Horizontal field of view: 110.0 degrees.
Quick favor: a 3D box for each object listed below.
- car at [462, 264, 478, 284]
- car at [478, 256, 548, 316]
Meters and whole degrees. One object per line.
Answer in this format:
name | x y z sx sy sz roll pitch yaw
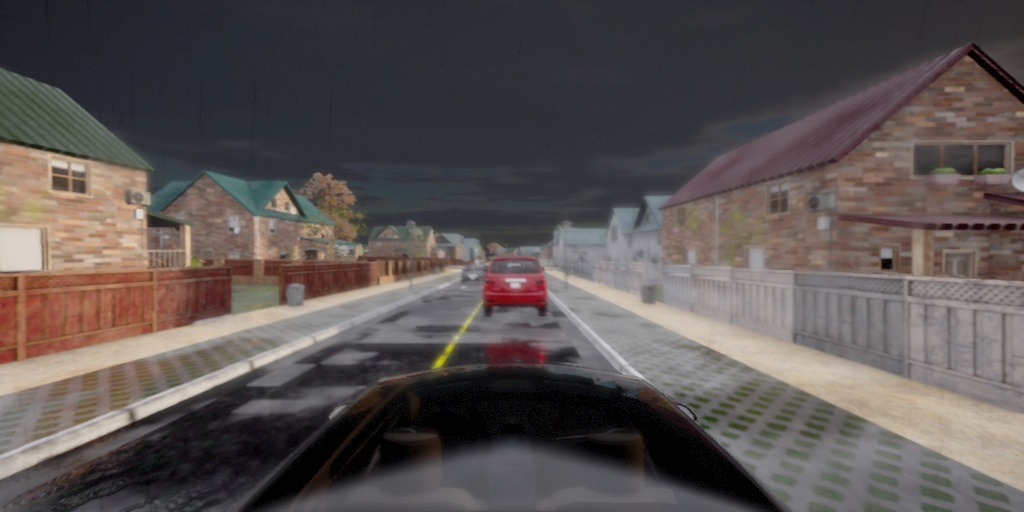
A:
car | -2.749 1.360 27.970 2.128 1.511 4.902 0 0 0
car | 0.135 1.026 13.782 2.150 2.045 5.566 0 0 0
